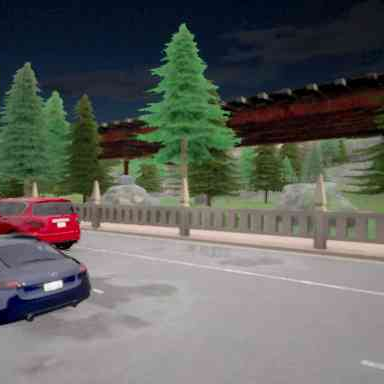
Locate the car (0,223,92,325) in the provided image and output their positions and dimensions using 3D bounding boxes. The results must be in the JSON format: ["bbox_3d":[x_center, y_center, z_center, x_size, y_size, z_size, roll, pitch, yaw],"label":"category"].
[{"bbox_3d":[-4.004,1.569,6.838,4.181,1.385,1.994,0,0,35],"label":"car"}]

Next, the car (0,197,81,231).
[{"bbox_3d":[-6.735,1.230,12.981,5.566,2.045,2.150,0,0,34],"label":"car"}]
